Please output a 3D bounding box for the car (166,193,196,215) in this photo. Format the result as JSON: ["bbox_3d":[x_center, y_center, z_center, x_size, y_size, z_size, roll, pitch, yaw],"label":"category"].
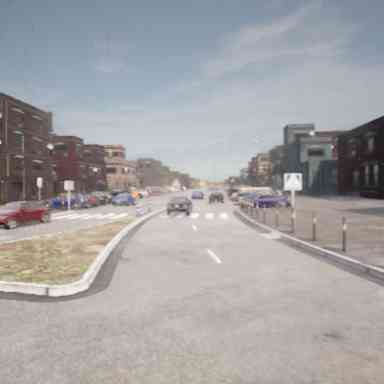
[{"bbox_3d":[-1.012,1.088,28.096,2.033,1.411,5.357,-1,1,4],"label":"car"}]

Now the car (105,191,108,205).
[{"bbox_3d":[-12.711,0.947,40.180,4.674,1.452,2.002,-1,1,5],"label":"car"}]

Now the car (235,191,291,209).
[{"bbox_3d":[6.759,0.898,31.241,4.792,1.488,2.163,-1,1,5],"label":"car"}]

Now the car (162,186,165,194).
[{"bbox_3d":[-9.641,-0.040,78.650,4.892,1.521,2.231,-1,1,5],"label":"car"}]

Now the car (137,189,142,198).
[{"bbox_3d":[-11.434,0.558,53.907,5.366,1.575,1.946,-1,1,5],"label":"car"}]

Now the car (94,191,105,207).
[{"bbox_3d":[-12.938,0.971,37.433,5.008,1.535,2.097,-1,1,5],"label":"car"}]

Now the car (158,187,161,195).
[{"bbox_3d":[-10.079,0.087,73.156,4.892,1.521,2.231,-1,1,5],"label":"car"}]

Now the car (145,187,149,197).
[{"bbox_3d":[-10.994,0.228,62.165,4.553,1.767,2.185,-1,1,5],"label":"car"}]

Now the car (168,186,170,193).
[{"bbox_3d":[-9.174,-0.224,86.909,5.366,1.575,1.946,-1,1,5],"label":"car"}]

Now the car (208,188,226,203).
[{"bbox_3d":[3.163,0.673,43.549,1.837,1.490,4.892,-1,2,4],"label":"car"}]

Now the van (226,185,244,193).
[{"bbox_3d":[11.119,-0.697,86.513,4.442,1.987,1.878,-1,1,5],"label":"van"}]

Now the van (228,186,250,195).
[{"bbox_3d":[10.237,-0.382,72.647,4.442,1.987,1.878,-1,1,5],"label":"van"}]

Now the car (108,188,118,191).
[{"bbox_3d":[-12.465,0.717,42.922,4.553,1.767,2.185,-1,1,5],"label":"car"}]

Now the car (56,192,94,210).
[{"bbox_3d":[-13.123,0.905,34.674,4.553,1.767,2.185,-1,1,5],"label":"car"}]

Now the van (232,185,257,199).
[{"bbox_3d":[7.339,0.467,39.557,4.442,1.987,1.878,-1,1,5],"label":"van"}]

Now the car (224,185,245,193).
[{"bbox_3d":[11.653,-0.842,92.044,5.566,2.045,2.435,-1,1,5],"label":"car"}]

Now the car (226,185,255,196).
[{"bbox_3d":[9.702,-0.272,67.116,5.566,2.045,2.435,-1,1,5],"label":"car"}]

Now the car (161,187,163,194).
[{"bbox_3d":[-9.860,0.023,75.903,4.892,1.521,2.231,-1,1,5],"label":"car"}]

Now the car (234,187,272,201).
[{"bbox_3d":[7.254,0.631,36.650,4.553,1.767,2.185,-1,1,5],"label":"car"}]

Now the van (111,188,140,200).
[{"bbox_3d":[-11.286,0.266,56.655,4.442,1.987,1.878,-1,1,5],"label":"van"}]

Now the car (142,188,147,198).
[{"bbox_3d":[-11.186,0.423,59.418,5.008,1.535,2.097,-1,1,5],"label":"car"}]

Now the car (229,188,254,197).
[{"bbox_3d":[9.452,0.088,64.356,4.674,1.452,2.002,-1,1,5],"label":"car"}]

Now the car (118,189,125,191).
[{"bbox_3d":[-12.282,0.777,45.680,4.892,1.521,2.231,-1,1,5],"label":"car"}]

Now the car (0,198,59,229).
[{"bbox_3d":[-10.590,1.333,20.351,1.812,1.442,4.674,0,1,13],"label":"car"}]

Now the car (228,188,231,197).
[{"bbox_3d":[8.121,0.477,47.864,5.008,1.535,2.097,-1,1,5],"label":"car"}]

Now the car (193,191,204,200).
[{"bbox_3d":[0.874,0.482,53.841,2.033,1.411,5.357,-1,1,5],"label":"car"}]

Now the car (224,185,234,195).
[{"bbox_3d":[8.987,-0.064,58.937,5.566,2.045,2.435,-1,1,5],"label":"car"}]

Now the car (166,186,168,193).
[{"bbox_3d":[-9.206,-0.124,84.146,4.674,1.452,2.002,-1,1,5],"label":"car"}]

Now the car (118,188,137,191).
[{"bbox_3d":[-11.869,0.383,51.171,5.566,2.045,2.435,-1,1,5],"label":"car"}]

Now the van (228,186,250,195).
[{"bbox_3d":[9.781,-0.314,69.899,4.442,1.987,1.878,-1,1,5],"label":"van"}]

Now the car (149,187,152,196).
[{"bbox_3d":[-10.775,0.160,64.912,4.553,1.767,2.185,-1,1,5],"label":"car"}]

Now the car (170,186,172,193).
[{"bbox_3d":[-8.764,-0.281,89.641,4.892,1.521,2.231,-1,1,5],"label":"car"}]

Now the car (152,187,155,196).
[{"bbox_3d":[-10.494,0.091,67.656,4.553,1.767,2.185,-1,1,5],"label":"car"}]

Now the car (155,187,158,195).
[{"bbox_3d":[-10.298,0.152,70.408,4.892,1.521,2.231,-1,1,5],"label":"car"}]

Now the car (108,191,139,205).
[{"bbox_3d":[-8.161,0.874,39.883,1.812,1.442,4.674,-1,0,5],"label":"car"}]

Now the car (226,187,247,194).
[{"bbox_3d":[10.785,-0.348,80.970,4.892,1.521,2.231,-1,1,5],"label":"car"}]

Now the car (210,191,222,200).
[{"bbox_3d":[3.936,0.482,54.480,1.895,1.301,4.718,-1,1,5],"label":"car"}]
